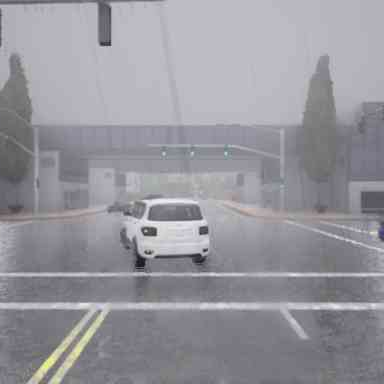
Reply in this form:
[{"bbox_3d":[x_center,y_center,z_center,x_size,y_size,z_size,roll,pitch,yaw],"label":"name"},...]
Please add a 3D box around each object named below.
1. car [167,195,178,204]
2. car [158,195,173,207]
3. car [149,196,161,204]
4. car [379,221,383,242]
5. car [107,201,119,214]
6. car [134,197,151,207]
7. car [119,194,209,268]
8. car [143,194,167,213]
[{"bbox_3d":[-4.003,1.517,68.605,1.882,1.535,5.008,0,0,0],"label":"car"},{"bbox_3d":[-4.159,1.424,53.118,2.097,1.767,4.553,0,0,1],"label":"car"},{"bbox_3d":[-7.506,1.537,68.277,1.882,1.535,5.008,0,0,0],"label":"car"},{"bbox_3d":[10.068,1.497,13.343,5.008,1.535,1.882,0,-2,-13],"label":"car"},{"bbox_3d":[-7.787,1.650,36.164,1.895,1.301,4.718,0,0,0],"label":"car"},{"bbox_3d":[-7.664,1.549,52.303,1.882,1.535,5.008,0,0,1],"label":"car"},{"bbox_3d":[-1.127,1.239,11.690,2.150,2.045,5.566,1,0,-17],"label":"car"},{"bbox_3d":[-4.265,1.277,39.422,2.150,2.045,5.566,0,0,0],"label":"car"}]
